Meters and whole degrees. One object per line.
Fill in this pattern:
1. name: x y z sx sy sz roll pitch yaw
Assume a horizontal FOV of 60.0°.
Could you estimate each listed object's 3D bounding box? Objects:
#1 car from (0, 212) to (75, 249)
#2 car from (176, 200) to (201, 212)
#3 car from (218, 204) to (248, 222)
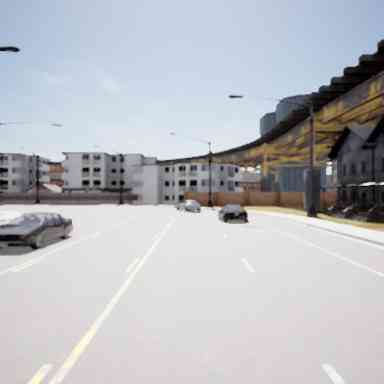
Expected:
1. car: -7.093 1.640 15.211 2.033 1.411 5.357 0 0 0
2. car: -0.496 1.780 43.148 1.812 1.442 4.674 0 0 -26
3. car: 3.387 1.728 28.040 1.994 1.385 4.181 0 0 -4
